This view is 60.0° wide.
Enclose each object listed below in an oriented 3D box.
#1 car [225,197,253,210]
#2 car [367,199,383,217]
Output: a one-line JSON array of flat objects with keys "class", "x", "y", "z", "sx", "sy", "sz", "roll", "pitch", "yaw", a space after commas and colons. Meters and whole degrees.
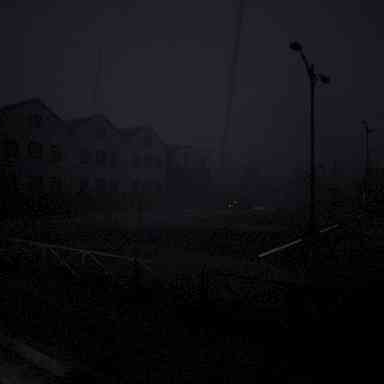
[{"class": "car", "x": 5.632, "y": 1.309, "z": 39.493, "sx": 1.837, "sy": 1.490, "sz": 4.892, "roll": 0, "pitch": 0, "yaw": 35}, {"class": "car", "x": 15.422, "y": 1.297, "z": 26.809, "sx": 2.007, "sy": 1.523, "sz": 4.514, "roll": 0, "pitch": 0, "yaw": 35}]
